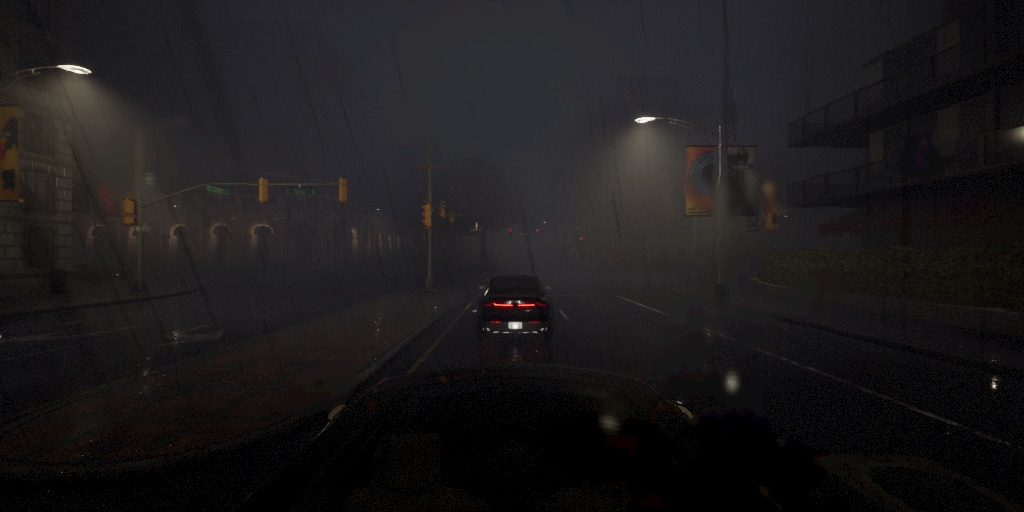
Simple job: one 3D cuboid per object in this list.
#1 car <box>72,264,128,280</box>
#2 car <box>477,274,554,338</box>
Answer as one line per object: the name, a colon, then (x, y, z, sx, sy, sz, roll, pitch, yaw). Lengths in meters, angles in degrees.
car: (-33.475, 1.314, 28.596, 4.181, 1.385, 1.994, 0, 0, 0)
car: (0.081, 1.255, 10.180, 1.837, 1.490, 4.892, 0, 0, 0)
